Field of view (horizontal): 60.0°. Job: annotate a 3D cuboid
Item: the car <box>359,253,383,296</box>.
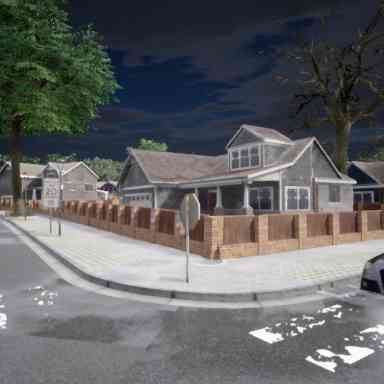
[{"bbox_3d":[5.728,1.630,7.610,4.181,1.385,1.994,0,-2,-34],"label":"car"}]
